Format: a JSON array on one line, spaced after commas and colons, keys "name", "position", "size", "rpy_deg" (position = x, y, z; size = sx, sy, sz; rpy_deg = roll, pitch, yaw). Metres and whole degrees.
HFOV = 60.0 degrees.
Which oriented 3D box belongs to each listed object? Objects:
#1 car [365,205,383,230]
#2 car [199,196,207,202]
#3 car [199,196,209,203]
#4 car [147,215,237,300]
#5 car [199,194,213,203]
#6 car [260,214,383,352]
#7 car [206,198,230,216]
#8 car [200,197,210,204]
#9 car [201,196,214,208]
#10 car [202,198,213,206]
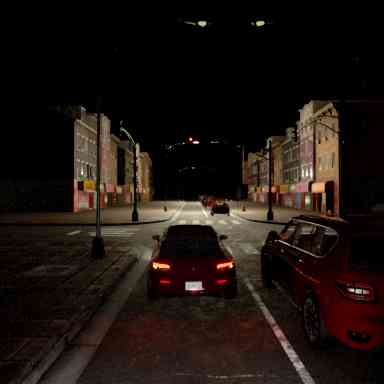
[{"name": "car", "position": [13.566, 1.583, 20.717], "size": [4.674, 1.442, 1.812], "rpy_deg": [0, -1, 0]}, {"name": "car", "position": [2.744, 1.781, 86.942], "size": [1.947, 1.339, 4.313], "rpy_deg": [0, 0, 0]}, {"name": "car", "position": [2.732, 1.720, 76.067], "size": [2.008, 1.369, 4.403], "rpy_deg": [0, 0, 0]}, {"name": "car", "position": [-0.041, 1.530, 8.291], "size": [1.812, 1.442, 4.674], "rpy_deg": [0, 0, -2]}, {"name": "car", "position": [2.710, 1.407, 54.318], "size": [2.192, 1.841, 5.009], "rpy_deg": [1, 0, 0]}, {"name": "car", "position": [2.657, 1.318, 6.138], "size": [2.192, 1.841, 5.009], "rpy_deg": [1, 0, 0]}, {"name": "car", "position": [2.684, 1.583, 32.568], "size": [1.887, 1.381, 4.507], "rpy_deg": [1, 0, 0]}, {"name": "car", "position": [2.726, 1.730, 70.629], "size": [1.802, 1.307, 4.206], "rpy_deg": [0, 0, 0]}, {"name": "car", "position": [2.702, 1.621, 48.880], "size": [1.887, 1.381, 4.507], "rpy_deg": [1, 0, 0]}, {"name": "car", "position": [2.714, 1.691, 59.755], "size": [1.802, 1.307, 4.206], "rpy_deg": [0, 0, 0]}]
